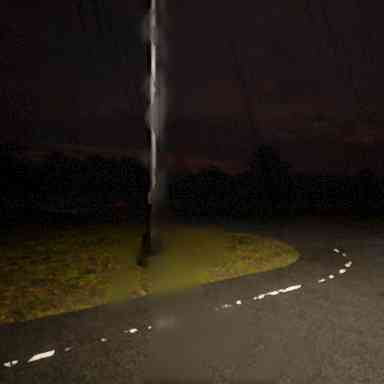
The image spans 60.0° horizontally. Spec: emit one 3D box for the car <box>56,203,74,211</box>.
[{"bbox_3d":[-21.176,2.446,55.561,1.895,1.301,4.718,2,-2,-34],"label":"car"}]

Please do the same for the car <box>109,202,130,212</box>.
[{"bbox_3d":[-11.911,2.434,54.577,1.882,1.535,5.008,2,-2,-36],"label":"car"}]
